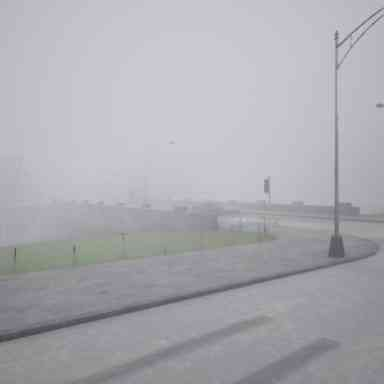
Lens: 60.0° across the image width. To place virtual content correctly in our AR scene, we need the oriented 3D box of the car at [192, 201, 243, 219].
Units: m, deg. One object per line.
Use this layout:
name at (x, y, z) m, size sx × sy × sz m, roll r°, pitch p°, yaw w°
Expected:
car at (2.131, 1.529, 29.699) m, size 2.033 × 1.411 × 5.357 m, roll 0°, pitch 0°, yaw -35°
